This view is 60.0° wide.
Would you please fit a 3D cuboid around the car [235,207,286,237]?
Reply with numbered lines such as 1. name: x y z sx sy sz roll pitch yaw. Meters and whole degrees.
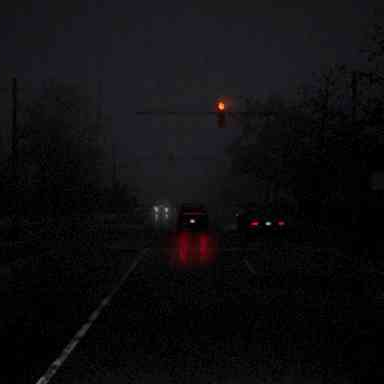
1. car: 3.540 1.518 17.878 2.033 1.411 5.357 0 0 0

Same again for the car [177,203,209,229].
1. car: 0.039 1.456 21.546 2.128 1.511 4.902 0 0 0

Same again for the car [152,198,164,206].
1. car: -6.675 1.933 65.546 1.994 1.385 4.181 0 -1 -10

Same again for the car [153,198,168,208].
1. car: -4.552 1.597 49.671 1.812 1.442 4.674 0 -1 -5
